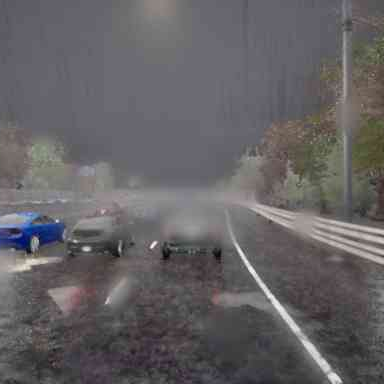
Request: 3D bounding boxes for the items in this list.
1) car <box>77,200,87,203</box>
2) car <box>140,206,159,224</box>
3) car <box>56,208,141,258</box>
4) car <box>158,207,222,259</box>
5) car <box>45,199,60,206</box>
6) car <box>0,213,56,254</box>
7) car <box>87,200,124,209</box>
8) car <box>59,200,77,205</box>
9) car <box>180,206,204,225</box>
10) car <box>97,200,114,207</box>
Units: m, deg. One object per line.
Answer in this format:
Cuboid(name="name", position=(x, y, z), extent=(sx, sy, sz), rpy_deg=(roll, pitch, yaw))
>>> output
Cuboid(name="car", position=(-21.042, 2.361, 67.351), extent=(1.895, 1.301, 4.718), rpy_deg=(0, -1, 0))
Cuboid(name="car", position=(-3.507, 1.845, 27.518), extent=(2.033, 1.411, 5.357), rpy_deg=(0, -1, 0))
Cuboid(name="car", position=(-3.485, 1.651, 13.490), extent=(1.837, 1.490, 4.892), rpy_deg=(0, 0, 1))
Cuboid(name="car", position=(0.015, 1.494, 13.417), extent=(2.097, 1.767, 4.553), rpy_deg=(0, -1, 0))
Cuboid(name="car", position=(-28.042, 2.243, 67.378), extent=(1.882, 1.535, 5.008), rpy_deg=(0, -1, 0))
Cuboid(name="car", position=(-6.978, 1.629, 14.247), extent=(1.882, 1.535, 5.008), rpy_deg=(0, 0, 1))
Cuboid(name="car", position=(-6.995, 1.658, 28.410), extent=(2.097, 1.767, 4.553), rpy_deg=(0, -1, 1))
Cuboid(name="car", position=(-24.542, 2.360, 67.349), extent=(1.895, 1.301, 4.718), rpy_deg=(0, -1, 0))
Cuboid(name="car", position=(0.001, 1.907, 28.242), extent=(1.895, 1.301, 4.718), rpy_deg=(0, -1, 0))
Cuboid(name="car", position=(-17.542, 2.306, 67.384), extent=(2.033, 1.411, 5.357), rpy_deg=(0, -1, 0))
